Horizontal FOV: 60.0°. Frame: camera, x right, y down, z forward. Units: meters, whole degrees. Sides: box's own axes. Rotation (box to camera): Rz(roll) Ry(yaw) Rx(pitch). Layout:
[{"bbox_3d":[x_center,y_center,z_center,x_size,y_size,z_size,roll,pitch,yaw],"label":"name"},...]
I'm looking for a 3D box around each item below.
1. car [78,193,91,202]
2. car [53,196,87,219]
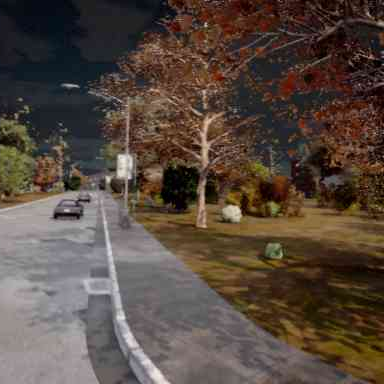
[{"bbox_3d":[-16.577,0.820,51.062,1.994,1.385,4.181,2,1,-16],"label":"car"},{"bbox_3d":[-9.574,1.278,25.969,1.994,1.385,4.181,2,0,-16],"label":"car"}]
